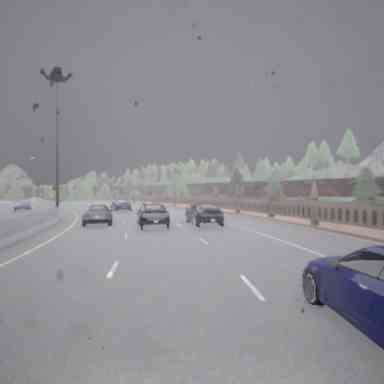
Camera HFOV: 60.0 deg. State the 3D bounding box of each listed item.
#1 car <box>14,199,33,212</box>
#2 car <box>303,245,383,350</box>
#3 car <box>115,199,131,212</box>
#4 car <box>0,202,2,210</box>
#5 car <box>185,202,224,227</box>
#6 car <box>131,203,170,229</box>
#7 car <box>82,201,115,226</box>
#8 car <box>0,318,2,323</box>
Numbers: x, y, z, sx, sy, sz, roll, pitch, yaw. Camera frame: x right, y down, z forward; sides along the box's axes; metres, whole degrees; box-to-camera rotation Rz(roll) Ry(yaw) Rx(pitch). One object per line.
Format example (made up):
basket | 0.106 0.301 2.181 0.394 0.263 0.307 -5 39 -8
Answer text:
car | -20.862 1.647 41.058 1.812 1.442 4.674 -1 0 -27
car | 3.276 1.506 5.015 1.812 1.442 4.674 0 0 -3
car | -8.495 1.542 39.709 1.812 1.442 4.674 0 0 -23
car | -25.393 1.653 42.262 2.128 1.511 4.902 -1 0 -28
car | 0.771 1.479 22.628 1.837 1.490 4.892 0 0 -12
car | -2.590 1.488 21.612 2.128 1.511 4.902 0 0 -12
car | -6.656 1.585 23.547 1.994 1.385 4.181 0 0 -14
car | -3.520 1.561 2.185 2.033 1.411 5.357 0 0 -2
